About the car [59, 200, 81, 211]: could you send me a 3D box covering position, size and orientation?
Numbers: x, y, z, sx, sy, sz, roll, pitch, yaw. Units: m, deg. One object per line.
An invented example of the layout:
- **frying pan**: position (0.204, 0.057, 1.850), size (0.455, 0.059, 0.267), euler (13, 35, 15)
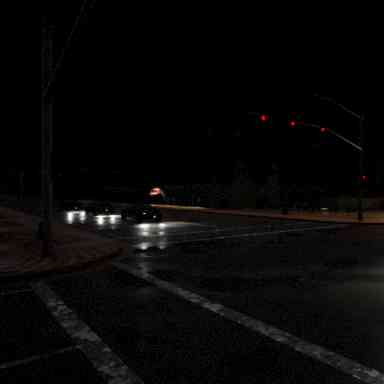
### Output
- **car**: position (-15.146, 1.601, 41.663), size (1.895, 1.301, 4.718), euler (0, 0, -35)

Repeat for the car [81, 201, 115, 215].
- **car**: position (-9.312, 1.564, 33.452), size (1.994, 1.385, 4.181), euler (0, 0, -35)

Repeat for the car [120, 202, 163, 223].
- **car**: position (-4.085, 1.526, 26.133), size (1.812, 1.442, 4.674), euler (0, 0, -36)
